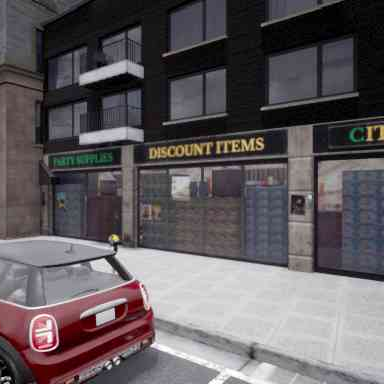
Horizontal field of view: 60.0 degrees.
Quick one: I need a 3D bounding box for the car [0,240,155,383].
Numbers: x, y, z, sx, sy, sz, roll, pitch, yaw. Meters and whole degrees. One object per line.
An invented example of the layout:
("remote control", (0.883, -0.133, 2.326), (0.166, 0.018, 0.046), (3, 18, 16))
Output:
("car", (-2.559, 1.440, 4.905), (4.097, 1.590, 1.967), (0, 0, 36))
